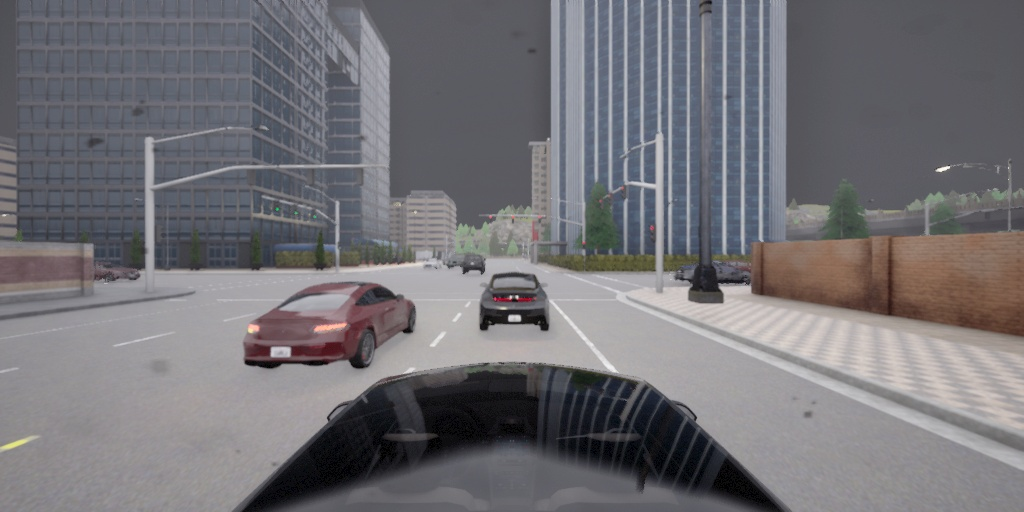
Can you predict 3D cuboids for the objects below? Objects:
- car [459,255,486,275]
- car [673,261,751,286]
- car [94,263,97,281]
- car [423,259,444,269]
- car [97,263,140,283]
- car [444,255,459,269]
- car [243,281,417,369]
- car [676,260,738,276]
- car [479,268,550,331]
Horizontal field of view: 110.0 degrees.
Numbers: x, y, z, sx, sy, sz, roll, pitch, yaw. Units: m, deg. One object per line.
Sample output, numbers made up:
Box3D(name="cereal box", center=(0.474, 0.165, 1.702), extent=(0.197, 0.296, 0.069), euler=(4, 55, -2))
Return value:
Box3D(name="car", center=(-4.000, 0.875, 38.351), extent=(2.150, 2.045, 5.566), euler=(0, 0, -1))
Box3D(name="car", center=(13.787, 1.239, 23.974), extent=(5.357, 1.411, 2.033), euler=(0, 0, 4))
Box3D(name="car", center=(-30.848, 1.185, 23.308), extent=(4.902, 1.511, 2.128), euler=(0, 0, -1))
Box3D(name="car", center=(-11.427, 1.145, 51.451), extent=(1.812, 1.442, 4.674), euler=(0, 0, -1))
Box3D(name="car", center=(-30.734, 1.210, 26.809), extent=(4.674, 1.442, 1.812), euler=(0, 0, -1))
Box3D(name="car", center=(-7.931, 0.842, 51.818), extent=(2.150, 2.045, 5.566), euler=(0, 0, -1))
Box3D(name="car", center=(-3.440, 1.260, 7.649), extent=(1.812, 1.442, 4.674), euler=(0, 0, 0))
Box3D(name="car", center=(18.676, 1.141, 34.482), extent=(5.008, 1.535, 1.882), euler=(0, 0, -1))
Box3D(name="car", center=(0.061, 1.230, 10.917), extent=(1.837, 1.490, 4.892), euler=(0, 0, 0))
